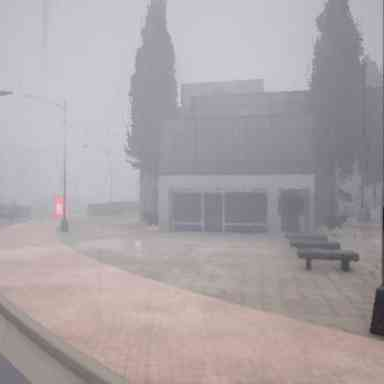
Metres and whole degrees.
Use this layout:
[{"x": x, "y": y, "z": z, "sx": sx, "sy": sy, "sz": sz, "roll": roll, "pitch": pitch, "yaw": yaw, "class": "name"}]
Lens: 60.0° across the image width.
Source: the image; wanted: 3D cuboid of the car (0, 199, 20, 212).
[{"x": -25.085, "y": 1.751, "z": 43.400, "sx": 2.128, "sy": 1.511, "sz": 4.902, "roll": 0, "pitch": 0, "yaw": 10, "class": "car"}]

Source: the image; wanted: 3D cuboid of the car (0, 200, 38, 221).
[{"x": -15.656, "y": 1.670, "z": 28.835, "sx": 2.128, "sy": 1.511, "sz": 4.902, "roll": 0, "pitch": 0, "yaw": -4, "class": "car"}]

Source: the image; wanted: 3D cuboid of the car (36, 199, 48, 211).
[{"x": -21.340, "y": 1.762, "z": 44.425, "sx": 1.882, "sy": 1.535, "sz": 5.008, "roll": 0, "pitch": 0, "yaw": 11, "class": "car"}]

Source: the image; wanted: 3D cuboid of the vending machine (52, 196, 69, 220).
[{"x": -11.562, "y": 1.394, "z": 29.273, "sx": 1.100, "sy": 2.100, "sz": 0.880, "roll": 0, "pitch": 0, "yaw": -3, "class": "vending machine"}]
